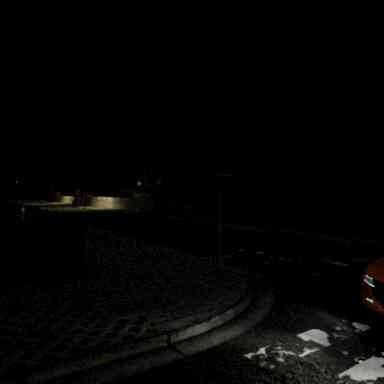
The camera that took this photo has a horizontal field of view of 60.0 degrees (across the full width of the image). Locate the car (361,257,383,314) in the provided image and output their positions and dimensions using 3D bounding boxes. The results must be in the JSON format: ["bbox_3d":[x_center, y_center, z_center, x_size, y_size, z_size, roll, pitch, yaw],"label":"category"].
[{"bbox_3d":[5.427,1.572,6.816,5.008,1.535,1.882,1,0,-36],"label":"car"}]

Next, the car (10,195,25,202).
[{"bbox_3d":[-40.530,1.549,77.870,2.033,1.411,5.357,1,-1,-35],"label":"car"}]
